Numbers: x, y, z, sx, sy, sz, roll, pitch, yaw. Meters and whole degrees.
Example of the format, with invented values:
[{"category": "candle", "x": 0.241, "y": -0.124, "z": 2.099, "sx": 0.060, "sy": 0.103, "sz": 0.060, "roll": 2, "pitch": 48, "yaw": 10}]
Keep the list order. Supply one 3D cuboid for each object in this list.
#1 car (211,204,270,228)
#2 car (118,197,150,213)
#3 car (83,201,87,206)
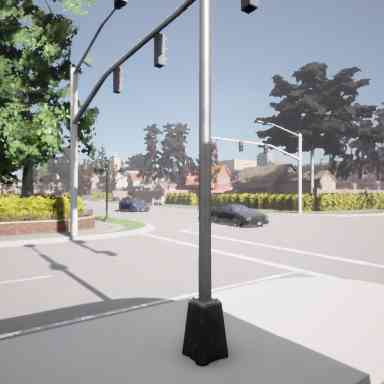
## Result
[{"category": "car", "x": 2.999, "y": 1.548, "z": 22.723, "sx": 2.033, "sy": 1.411, "sz": 5.357, "roll": 0, "pitch": 0, "yaw": -25}, {"category": "car", "x": -6.476, "y": 1.351, "z": 37.036, "sx": 2.097, "sy": 1.767, "sz": 4.553, "roll": 0, "pitch": 0, "yaw": -36}, {"category": "car", "x": -18.463, "y": 1.601, "z": 53.620, "sx": 1.895, "sy": 1.301, "sz": 4.718, "roll": 0, "pitch": 0, "yaw": -36}]
